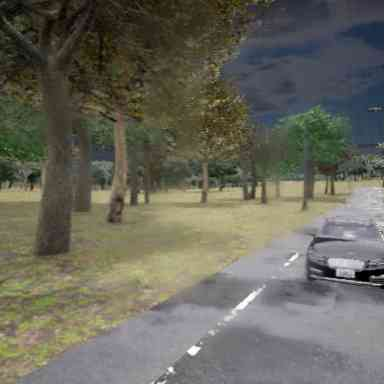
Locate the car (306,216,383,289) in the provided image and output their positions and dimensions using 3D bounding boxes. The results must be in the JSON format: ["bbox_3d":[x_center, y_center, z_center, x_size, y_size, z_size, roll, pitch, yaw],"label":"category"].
[{"bbox_3d":[4.442,1.486,9.354,2.128,1.511,4.902,0,0,27],"label":"car"}]
